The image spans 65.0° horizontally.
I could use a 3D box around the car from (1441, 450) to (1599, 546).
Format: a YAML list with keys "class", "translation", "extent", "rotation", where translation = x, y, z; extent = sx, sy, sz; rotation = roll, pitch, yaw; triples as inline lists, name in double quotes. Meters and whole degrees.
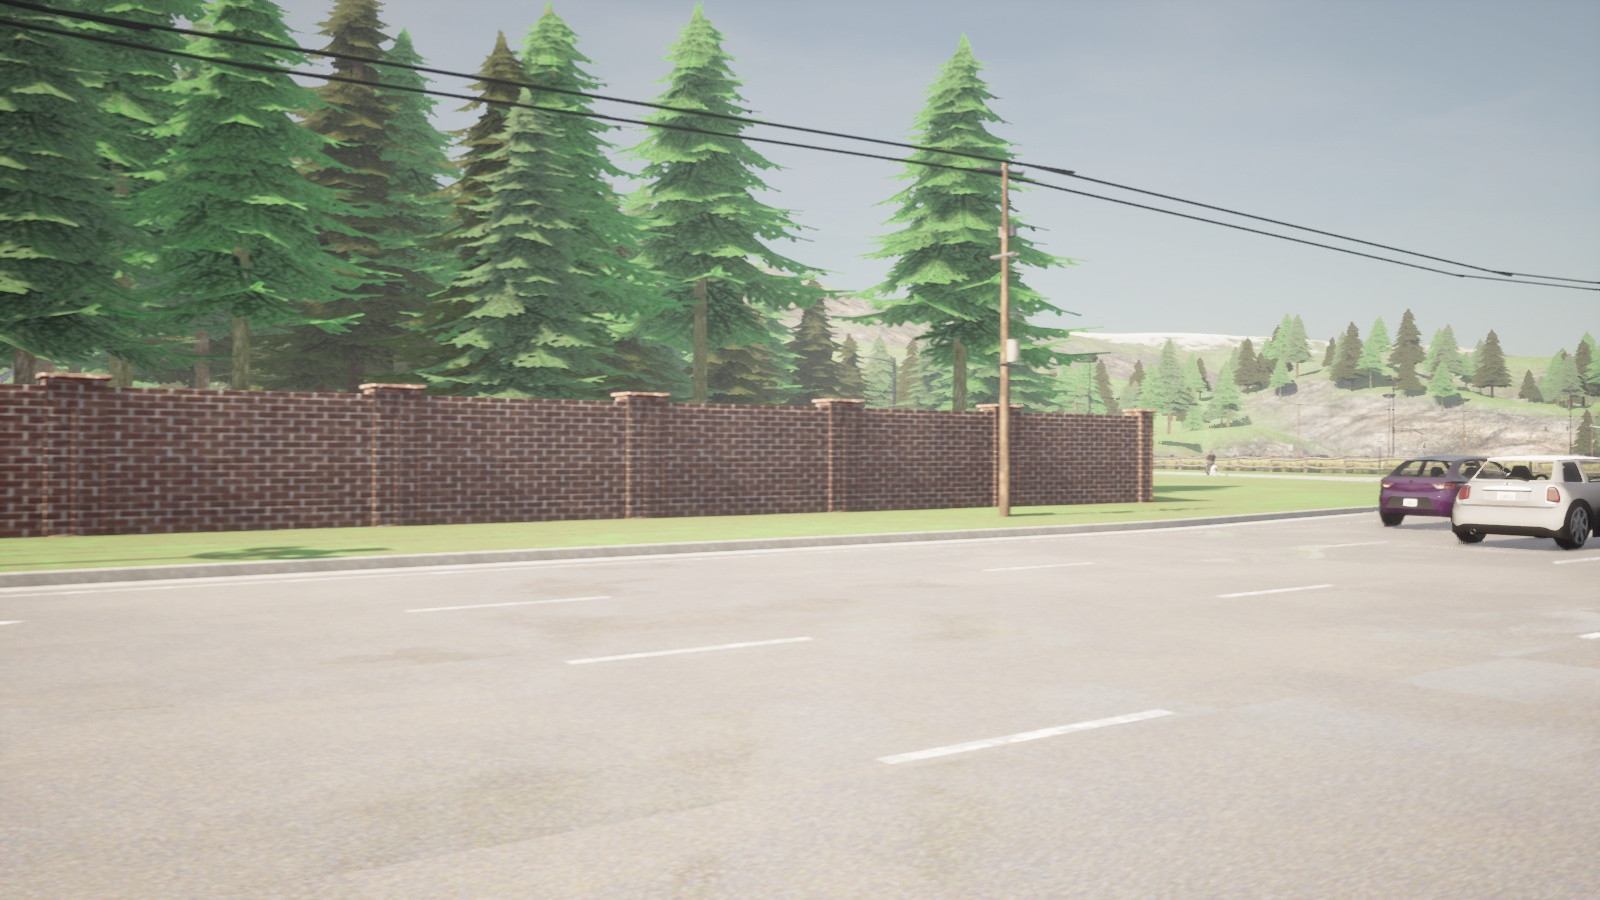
- class: "car"
  translation: [12.738, 0.733, 21.053]
  extent: [3.806, 1.475, 1.970]
  rotation: [0, 0, -35]

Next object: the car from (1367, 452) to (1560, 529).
- class: "car"
  translation: [13.807, 0.790, 26.061]
  extent: [4.193, 1.474, 1.816]
  rotation: [0, 0, -35]
